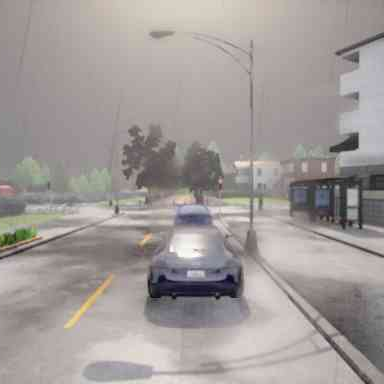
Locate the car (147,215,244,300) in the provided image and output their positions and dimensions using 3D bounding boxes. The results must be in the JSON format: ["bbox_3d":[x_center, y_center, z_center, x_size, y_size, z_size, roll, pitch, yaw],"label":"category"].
[{"bbox_3d":[0.081,1.496,8.266,1.994,1.385,4.181,0,0,0],"label":"car"}]

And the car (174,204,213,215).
[{"bbox_3d":[0.063,1.336,17.328,1.882,1.535,5.008,0,0,0],"label":"car"}]
